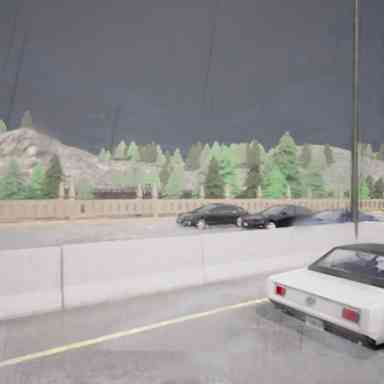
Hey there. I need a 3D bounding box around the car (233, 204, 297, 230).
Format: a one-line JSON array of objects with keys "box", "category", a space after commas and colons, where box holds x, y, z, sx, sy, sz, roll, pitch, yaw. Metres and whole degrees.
[{"box": [5.125, 1.462, 18.838, 5.008, 1.535, 1.882, 0, 0, -26], "category": "car"}]

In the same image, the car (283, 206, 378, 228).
[{"box": [6.886, 1.520, 15.812, 4.674, 1.442, 1.812, 0, 0, -26], "category": "car"}]

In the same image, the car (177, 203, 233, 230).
[{"box": [1.401, 1.470, 20.839, 4.892, 1.490, 1.837, 0, 0, -28], "category": "car"}]

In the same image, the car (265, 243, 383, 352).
[{"box": [3.659, 1.596, 5.911, 4.718, 1.301, 1.895, 0, 0, -31], "category": "car"}]
